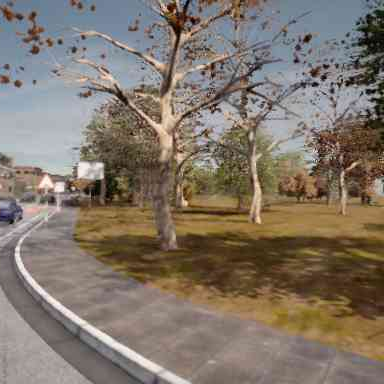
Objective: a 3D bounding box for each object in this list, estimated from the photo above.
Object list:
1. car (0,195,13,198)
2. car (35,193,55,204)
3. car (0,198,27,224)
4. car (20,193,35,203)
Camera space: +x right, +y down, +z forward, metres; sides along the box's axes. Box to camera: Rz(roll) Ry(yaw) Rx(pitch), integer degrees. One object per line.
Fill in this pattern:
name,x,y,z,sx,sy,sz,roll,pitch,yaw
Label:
car,-21.070,1.023,37.212,1.994,1.385,4.181,0,-5,-17
car,-21.508,0.930,49.571,2.128,1.511,4.902,0,1,-18
car,-12.787,1.360,22.617,1.812,1.442,4.674,0,1,-18
car,-25.779,0.876,52.259,1.837,1.490,4.892,0,0,-17
